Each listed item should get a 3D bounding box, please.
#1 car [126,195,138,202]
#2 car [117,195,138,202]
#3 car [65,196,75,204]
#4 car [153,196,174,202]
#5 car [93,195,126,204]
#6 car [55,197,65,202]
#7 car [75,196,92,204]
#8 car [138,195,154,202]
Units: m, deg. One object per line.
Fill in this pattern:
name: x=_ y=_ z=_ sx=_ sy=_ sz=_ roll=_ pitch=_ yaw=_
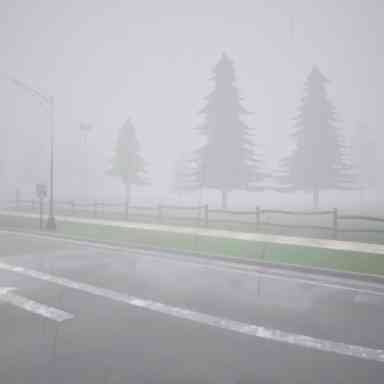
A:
car: x=-11.570 y=1.468 z=73.676 sx=2.128 sy=1.511 sz=4.902 roll=0 pitch=0 yaw=35
car: x=-14.576 y=1.462 z=75.484 sx=1.812 sy=1.442 sz=4.674 roll=0 pitch=0 yaw=35
car: x=-20.371 y=1.475 z=61.248 sx=1.812 sy=1.442 sz=4.674 roll=0 pitch=0 yaw=36
car: x=-5.522 y=1.485 z=70.107 sx=1.994 sy=1.385 sz=4.181 roll=0 pitch=0 yaw=35
car: x=-14.348 y=1.308 z=57.685 sx=2.097 sy=1.767 sz=4.553 roll=0 pitch=0 yaw=35
car: x=-23.537 y=1.510 z=62.798 sx=1.994 sy=1.385 sz=4.181 roll=0 pitch=0 yaw=36
car: x=-17.715 y=1.554 z=58.972 sx=1.895 sy=1.301 sz=4.718 roll=0 pitch=0 yaw=35
car: x=-8.808 y=1.476 z=71.518 sx=1.812 sy=1.442 sz=4.674 roll=0 pitch=0 yaw=35
